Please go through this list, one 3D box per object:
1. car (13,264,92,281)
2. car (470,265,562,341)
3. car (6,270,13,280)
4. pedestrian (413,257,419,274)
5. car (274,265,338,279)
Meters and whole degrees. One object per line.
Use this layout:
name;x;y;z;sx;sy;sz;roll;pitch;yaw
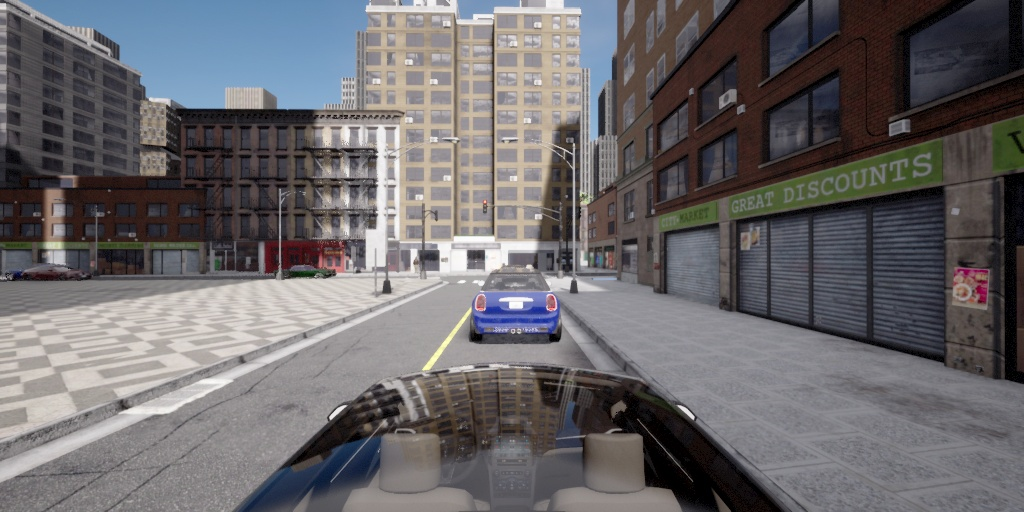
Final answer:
car;-40.128;1.538;31.607;4.674;1.442;1.812;0;0;-1
car;0.082;1.100;10.017;2.097;1.767;4.553;0;0;0
car;-45.544;1.529;34.654;5.008;1.535;1.882;0;0;-1
pedestrian;-10.260;0.968;38.280;0.375;1.860;0.375;0;0;-1
car;-18.263;1.471;31.919;4.718;1.301;1.895;0;0;-1
